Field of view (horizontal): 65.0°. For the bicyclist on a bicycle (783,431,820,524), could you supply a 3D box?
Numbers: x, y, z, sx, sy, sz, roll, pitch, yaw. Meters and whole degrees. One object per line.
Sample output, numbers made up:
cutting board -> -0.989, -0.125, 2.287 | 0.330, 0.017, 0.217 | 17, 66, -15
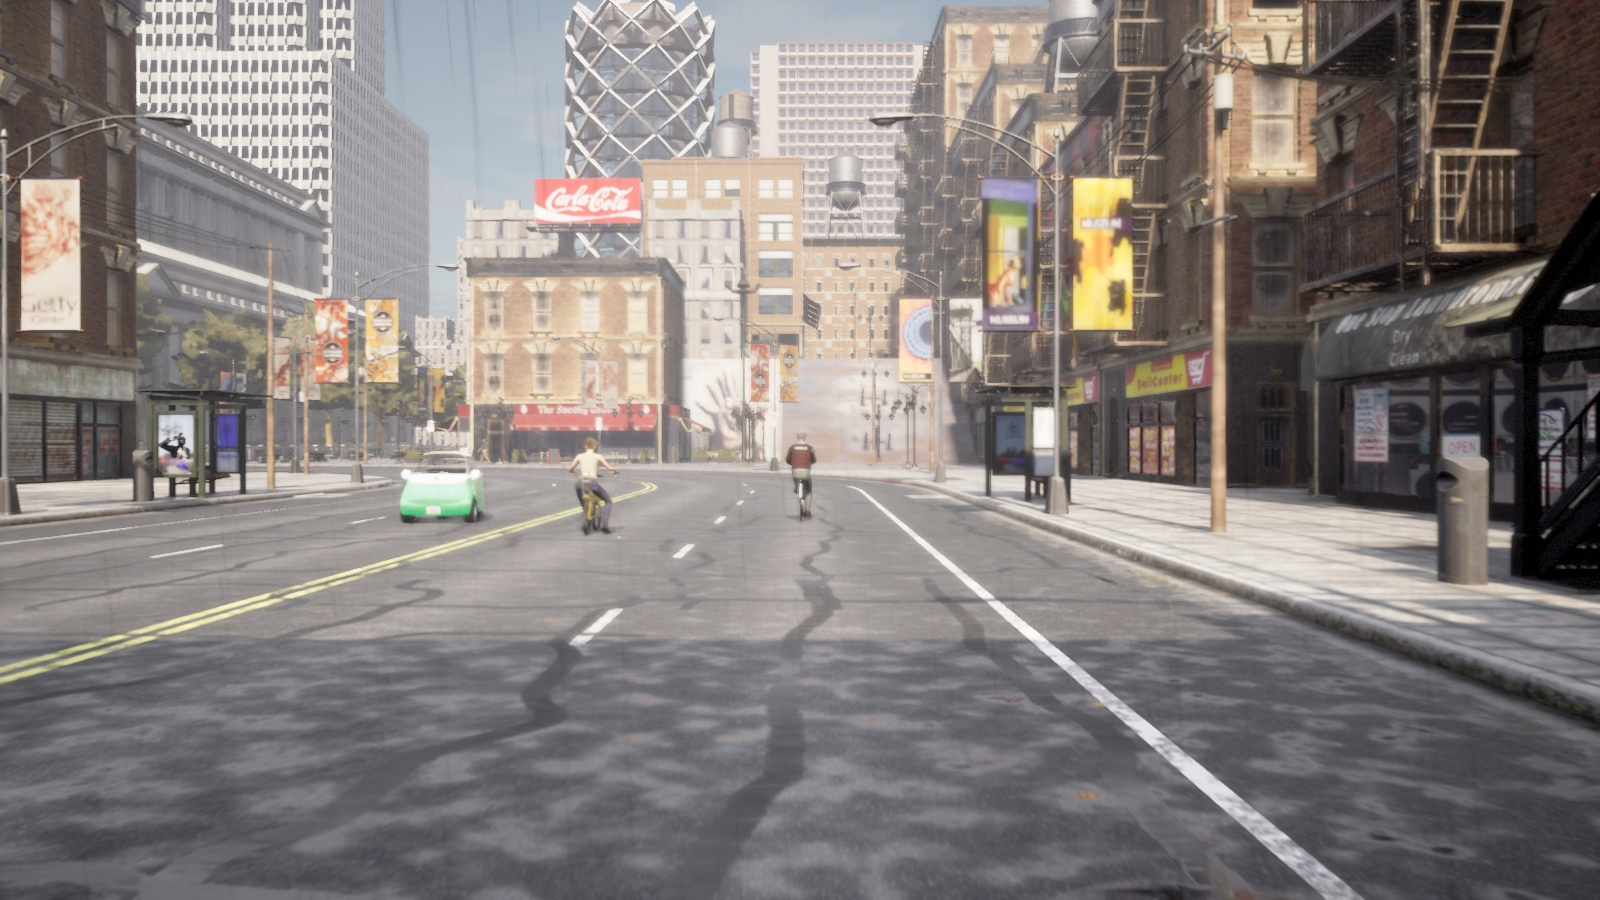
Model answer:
bicyclist on a bicycle -> 0.045, 0.518, 24.850 | 0.659, 1.776, 1.843 | 0, 0, 2

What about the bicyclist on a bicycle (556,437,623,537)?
bicyclist on a bicycle -> -3.515, 0.595, 21.124 | 0.866, 1.612, 1.509 | 0, 0, 0

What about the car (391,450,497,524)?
car -> -6.899, 0.698, 24.521 | 1.481, 1.376, 2.207 | 0, 0, -1
